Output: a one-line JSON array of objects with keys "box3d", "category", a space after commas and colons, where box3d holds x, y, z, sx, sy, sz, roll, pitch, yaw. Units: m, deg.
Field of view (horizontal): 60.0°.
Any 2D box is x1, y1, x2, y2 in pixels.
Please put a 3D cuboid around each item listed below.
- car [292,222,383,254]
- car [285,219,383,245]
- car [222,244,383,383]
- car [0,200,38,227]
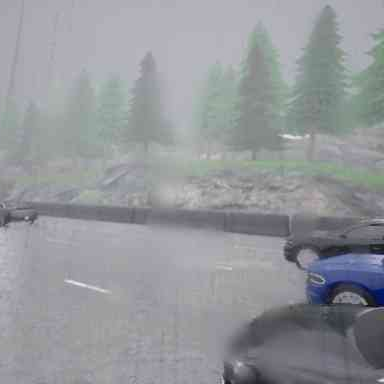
[{"box3d": [4.395, 1.485, 5.166, 5.008, 1.535, 1.882, 1, 0, 35], "category": "car"}, {"box3d": [5.039, 1.466, 8.989, 5.008, 1.535, 1.882, 0, 0, 35], "category": "car"}, {"box3d": [2.520, 1.500, 2.207, 4.902, 1.511, 2.128, 1, 0, 35], "category": "car"}, {"box3d": [-11.520, 1.257, 20.592, 4.902, 1.511, 2.128, 1, 0, 35], "category": "car"}]
